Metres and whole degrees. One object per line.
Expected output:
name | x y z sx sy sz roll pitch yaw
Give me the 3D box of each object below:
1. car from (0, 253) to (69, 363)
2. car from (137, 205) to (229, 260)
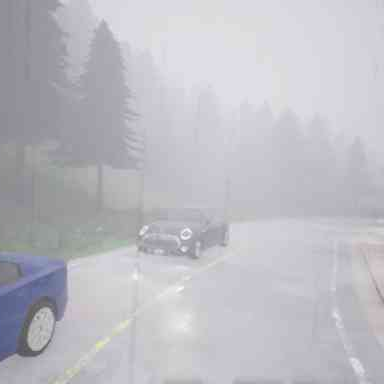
car | -3.206 1.382 3.259 1.882 1.535 5.008 2 0 11
car | -0.141 1.333 12.660 2.097 1.767 4.553 2 0 24
